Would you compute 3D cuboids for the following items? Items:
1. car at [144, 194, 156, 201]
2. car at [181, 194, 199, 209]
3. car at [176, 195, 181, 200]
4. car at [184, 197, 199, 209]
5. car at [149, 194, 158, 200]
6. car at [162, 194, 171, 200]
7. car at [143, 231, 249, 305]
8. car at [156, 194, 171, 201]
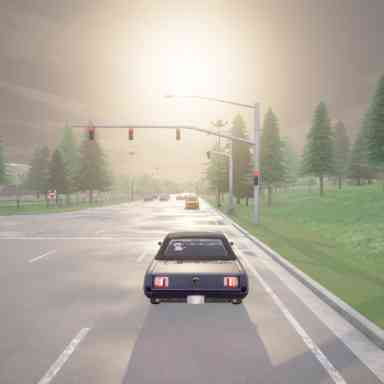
[{"bbox_3d":[-10.393,1.531,80.359,2.033,1.411,5.357,0,0,0],"label":"car"},{"bbox_3d":[-0.081,1.091,46.209,1.882,1.535,5.008,-3,16,-4],"label":"car"},{"bbox_3d":[-3.378,1.553,91.183,1.994,1.385,4.181,0,0,0],"label":"car"},{"bbox_3d":[-0.016,1.576,49.725,2.033,1.411,5.357,-1,1,1],"label":"car"},{"bbox_3d":[-10.379,1.332,90.779,1.837,1.490,4.892,0,0,0],"label":"car"},{"bbox_3d":[-6.879,1.372,90.774,2.033,1.411,5.357,0,0,0],"label":"car"},{"bbox_3d":[0.090,1.601,8.057,1.895,1.301,4.718,0,0,0],"label":"car"},{"bbox_3d":[-6.893,1.531,80.354,2.033,1.411,5.357,0,0,0],"label":"car"}]
